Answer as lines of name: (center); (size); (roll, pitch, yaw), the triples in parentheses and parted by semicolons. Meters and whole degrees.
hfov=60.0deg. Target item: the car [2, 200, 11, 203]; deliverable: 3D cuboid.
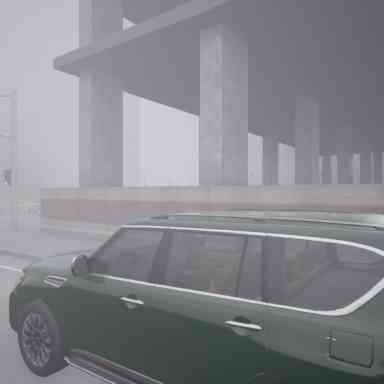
car: (-18.332, 1.533, 33.759); (1.882, 1.535, 5.008); (0, 0, 36)

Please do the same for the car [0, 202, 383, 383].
car: (0.130, 1.221, 3.890); (5.566, 2.045, 2.150); (0, 0, 35)

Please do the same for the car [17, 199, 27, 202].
car: (-14.282, 1.547, 33.407); (2.128, 1.511, 4.902); (0, 0, 36)
